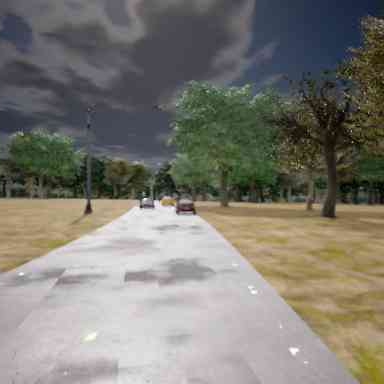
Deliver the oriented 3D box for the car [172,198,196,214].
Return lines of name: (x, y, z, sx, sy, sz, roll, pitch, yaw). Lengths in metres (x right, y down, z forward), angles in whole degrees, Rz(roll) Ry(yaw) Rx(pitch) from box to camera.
car: (-0.729, 1.442, 34.616, 1.882, 1.535, 5.008, 0, 0, -6)

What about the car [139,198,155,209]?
car: (-5.880, 1.517, 43.593, 1.994, 1.385, 4.181, 0, 0, -6)

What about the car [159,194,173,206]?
car: (-3.872, 1.441, 53.598, 1.882, 1.535, 5.008, 0, 0, -7)

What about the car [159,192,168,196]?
car: (-5.995, 1.100, 71.225, 2.150, 2.045, 5.566, 0, 0, -7)
